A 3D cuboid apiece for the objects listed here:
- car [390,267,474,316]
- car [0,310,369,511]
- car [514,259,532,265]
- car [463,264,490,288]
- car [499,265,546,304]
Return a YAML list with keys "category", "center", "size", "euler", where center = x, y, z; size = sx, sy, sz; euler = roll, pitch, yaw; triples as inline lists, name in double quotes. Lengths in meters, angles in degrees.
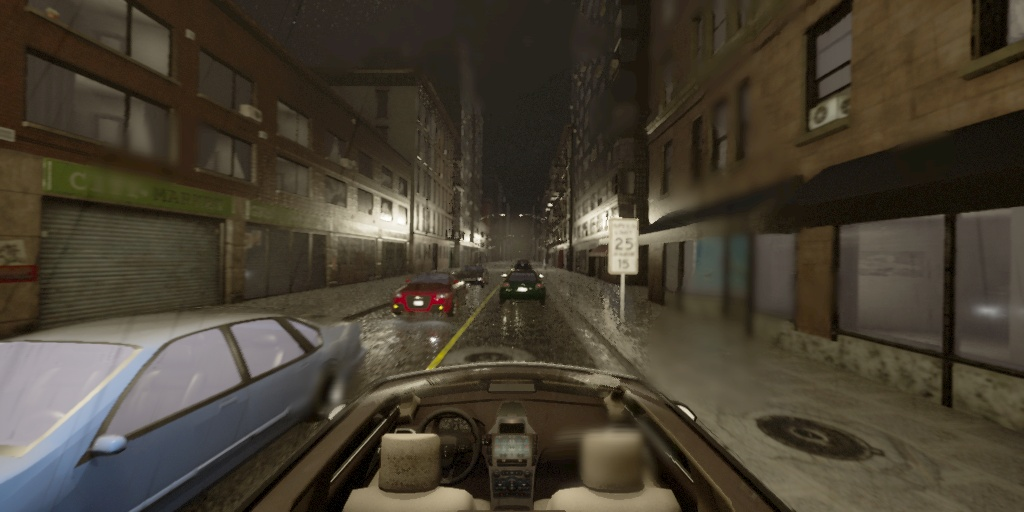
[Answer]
- category: "car"
  center: [-2.801, 1.262, 13.032]
  size: [1.994, 1.385, 4.181]
  euler: [1, 0, 3]
- category: "car"
  center: [-3.115, 1.245, 3.015]
  size: [2.033, 1.411, 5.357]
  euler: [1, 0, 2]
- category: "car"
  center: [1.361, 1.114, 44.897]
  size: [2.097, 1.767, 4.553]
  euler: [1, 0, 2]
- category: "car"
  center: [-2.488, 1.246, 23.519]
  size: [2.033, 1.411, 5.357]
  euler: [1, 0, 1]
- category: "car"
  center: [0.489, 1.316, 16.448]
  size: [1.994, 1.385, 4.181]
  euler: [1, 0, 2]
